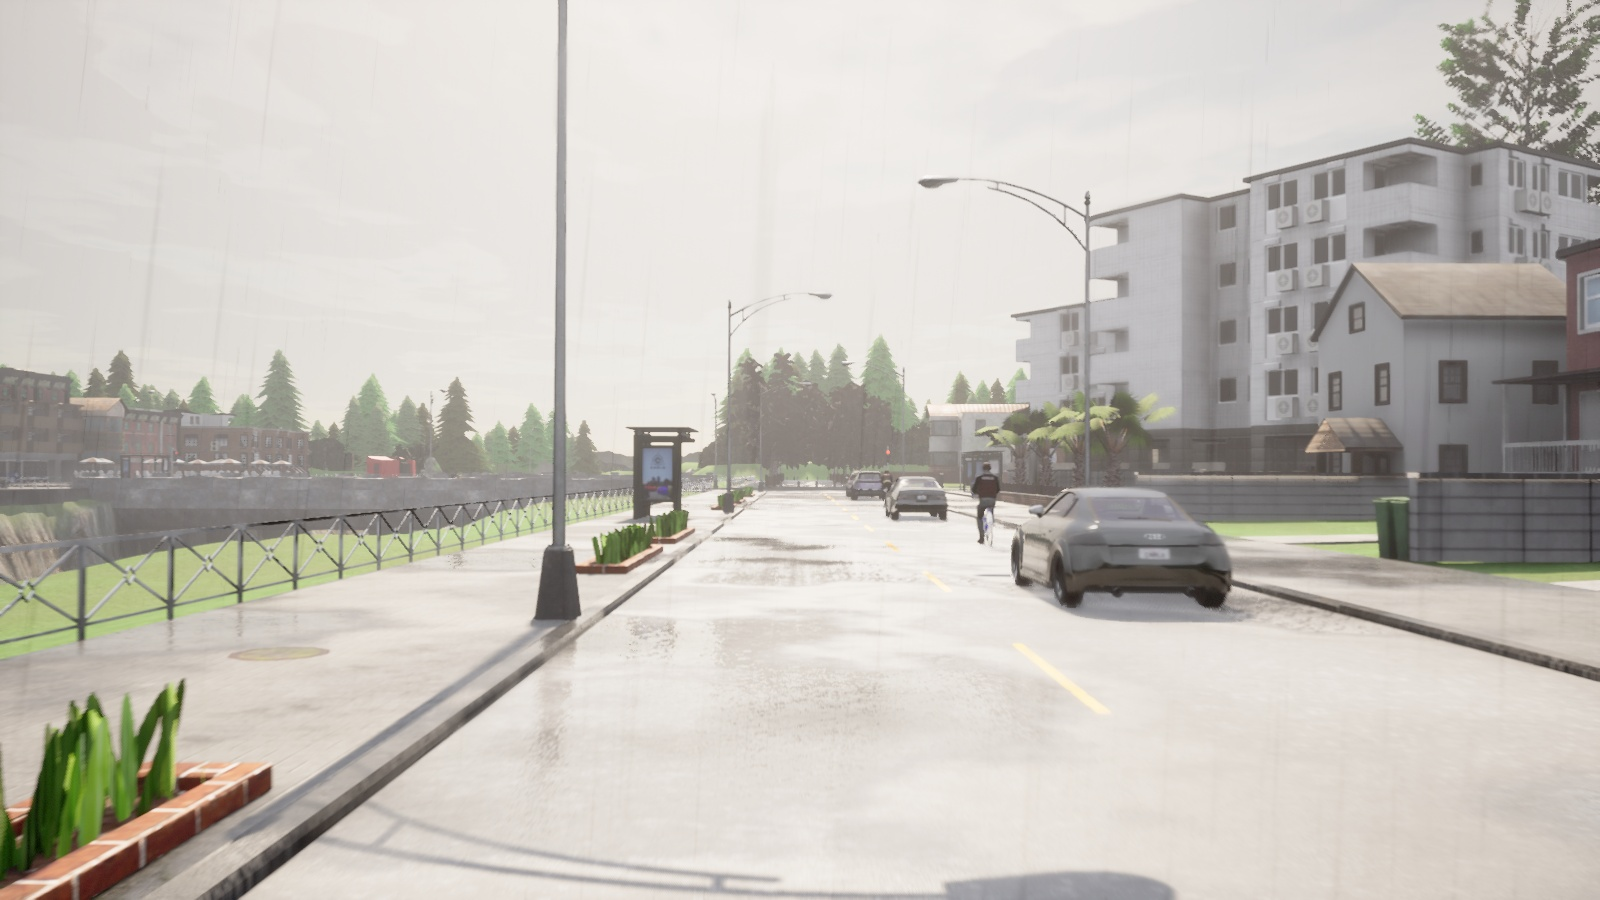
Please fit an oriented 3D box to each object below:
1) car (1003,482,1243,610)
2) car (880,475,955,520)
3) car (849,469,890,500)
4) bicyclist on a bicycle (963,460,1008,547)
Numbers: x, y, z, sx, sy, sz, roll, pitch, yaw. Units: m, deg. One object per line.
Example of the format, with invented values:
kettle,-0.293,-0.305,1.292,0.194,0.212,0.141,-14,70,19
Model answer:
car,3.955,1.133,16.162,1.994,1.385,4.181,0,-1,0
car,3.870,1.554,42.260,2.033,1.411,5.357,0,-1,0
car,3.780,1.884,68.989,2.033,1.649,4.856,0,-1,1
bicyclist on a bicycle,3.918,1.116,26.655,0.659,1.776,1.843,0,-1,0
